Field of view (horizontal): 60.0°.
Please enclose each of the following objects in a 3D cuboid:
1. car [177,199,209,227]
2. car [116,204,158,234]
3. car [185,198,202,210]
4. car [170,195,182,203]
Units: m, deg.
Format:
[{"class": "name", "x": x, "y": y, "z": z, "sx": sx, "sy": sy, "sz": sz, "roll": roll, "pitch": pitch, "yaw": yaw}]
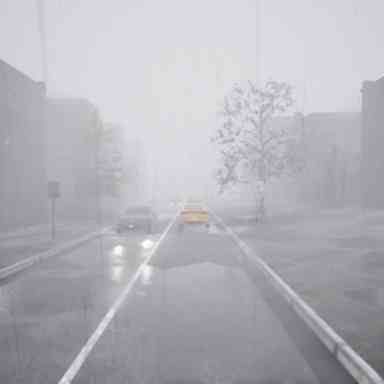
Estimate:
[{"class": "car", "x": 0.136, "y": 1.466, "z": 22.611, "sx": 1.882, "sy": 1.535, "sz": 5.008, "roll": 0, "pitch": 0, "yaw": 0}, {"class": "car", "x": -3.070, "y": 1.495, "z": 19.227, "sx": 1.837, "sy": 1.490, "sz": 4.892, "roll": 0, "pitch": 0, "yaw": 0}, {"class": "car", "x": 0.175, "y": 1.542, "z": 42.580, "sx": 1.994, "sy": 1.385, "sz": 4.181, "roll": 0, "pitch": 0, "yaw": 0}, {"class": "car", "x": -2.915, "y": 1.223, "z": 61.195, "sx": 1.882, "sy": 1.535, "sz": 5.008, "roll": 0, "pitch": 2, "yaw": 1}]
